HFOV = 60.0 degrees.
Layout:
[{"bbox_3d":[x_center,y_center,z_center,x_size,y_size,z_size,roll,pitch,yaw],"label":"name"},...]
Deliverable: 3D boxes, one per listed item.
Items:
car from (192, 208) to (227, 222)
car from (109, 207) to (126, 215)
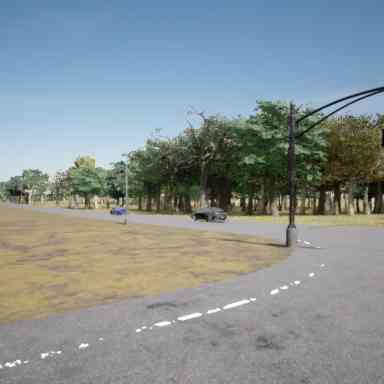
[{"bbox_3d":[1.797,2.430,35.853,2.128,1.511,4.902,1,-2,-33],"label":"car"},{"bbox_3d":[-12.929,3.315,58.202,1.812,1.442,4.674,1,-2,-33],"label":"car"}]
